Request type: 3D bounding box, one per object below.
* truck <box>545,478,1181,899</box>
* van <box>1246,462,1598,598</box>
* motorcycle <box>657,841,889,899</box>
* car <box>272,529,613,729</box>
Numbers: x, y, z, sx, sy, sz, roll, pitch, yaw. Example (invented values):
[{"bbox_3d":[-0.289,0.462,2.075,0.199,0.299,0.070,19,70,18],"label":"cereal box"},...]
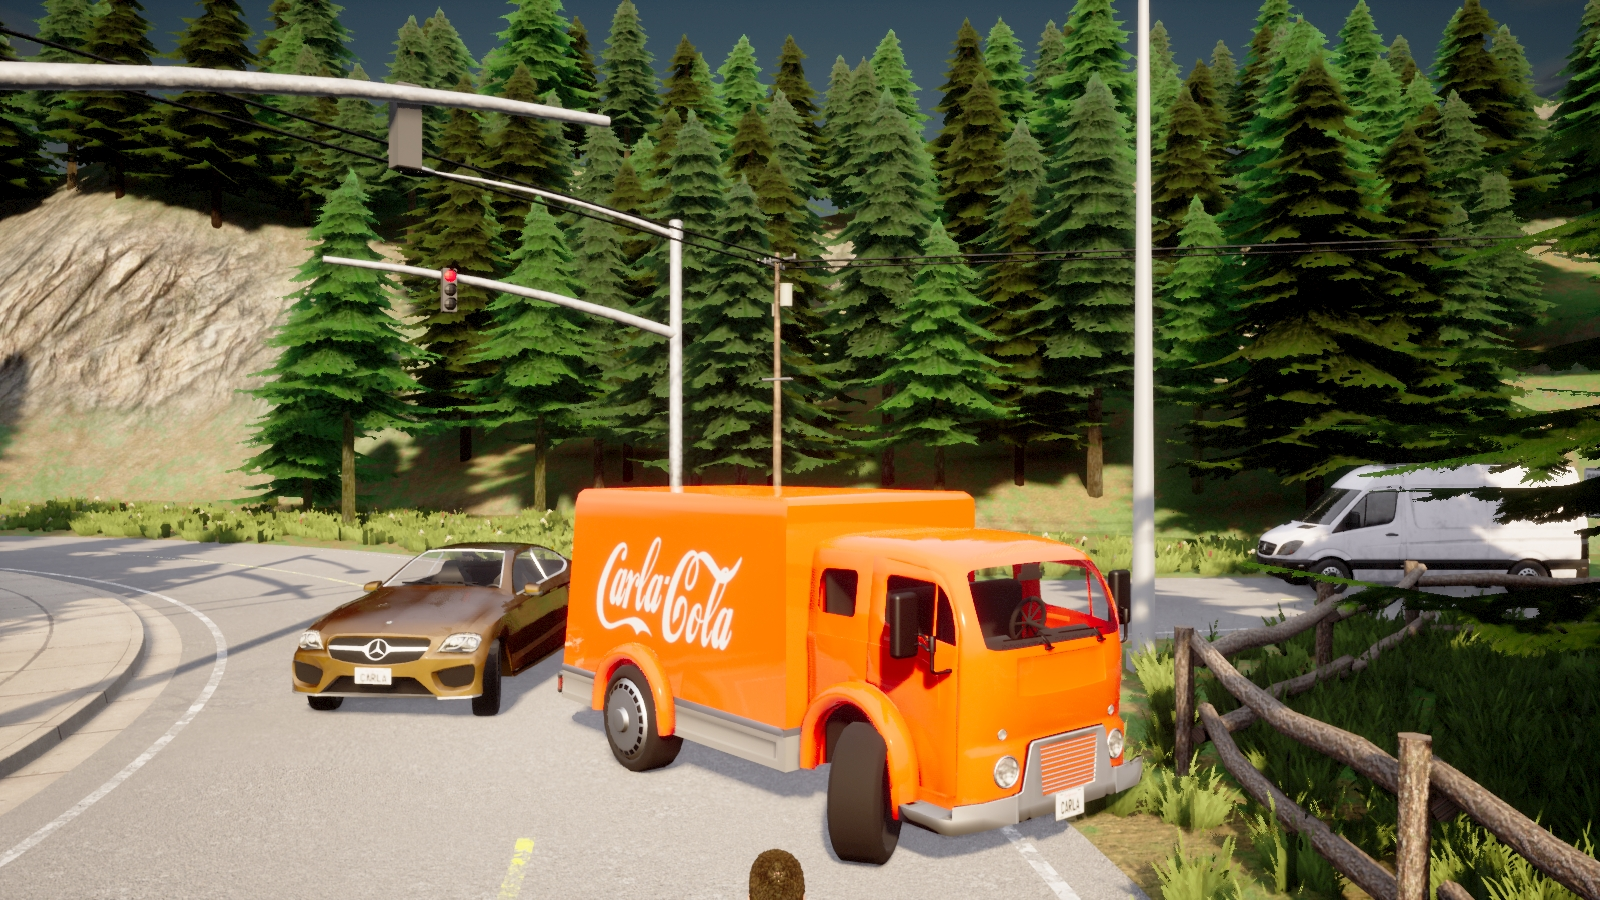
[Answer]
[{"bbox_3d":[0.202,1.542,9.769,2.627,2.467,5.204,0,0,-39],"label":"truck"},{"bbox_3d":[12.302,1.534,22.944,5.915,2.561,1.988,0,0,4],"label":"van"},{"bbox_3d":[-0.074,2.159,3.526,0.803,1.199,2.033,0,0,-2],"label":"motorcycle"},{"bbox_3d":[-4.038,1.970,14.038,2.152,1.651,5.027,0,0,6],"label":"car"}]
